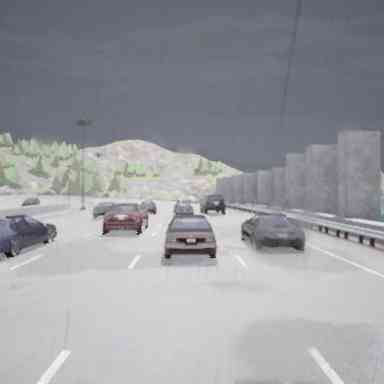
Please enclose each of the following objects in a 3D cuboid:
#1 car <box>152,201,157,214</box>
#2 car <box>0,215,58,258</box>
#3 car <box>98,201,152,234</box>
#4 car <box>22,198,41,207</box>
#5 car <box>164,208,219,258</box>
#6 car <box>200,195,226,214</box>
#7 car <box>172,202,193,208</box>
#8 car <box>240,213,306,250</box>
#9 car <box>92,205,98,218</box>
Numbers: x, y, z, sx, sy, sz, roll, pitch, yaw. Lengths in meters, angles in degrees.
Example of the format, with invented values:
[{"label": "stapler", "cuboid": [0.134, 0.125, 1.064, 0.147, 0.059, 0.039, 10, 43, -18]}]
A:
[{"label": "car", "cuboid": [-5.015, 1.673, 37.428, 1.994, 1.385, 4.181, 0, 0, -6]}, {"label": "car", "cuboid": [-7.094, 1.587, 12.947, 2.033, 1.411, 5.357, 0, 0, -1]}, {"label": "car", "cuboid": [-3.779, 1.409, 19.618, 2.097, 1.767, 4.553, 0, 0, -2]}, {"label": "car", "cuboid": [-25.236, 1.664, 52.491, 1.837, 1.490, 4.892, 0, -1, -11]}, {"label": "car", "cuboid": [-0.096, 1.585, 12.984, 2.033, 1.411, 5.357, 0, 0, -1]}, {"label": "car", "cuboid": [2.175, 1.324, 36.148, 2.150, 2.045, 5.566, 0, 0, -6]}, {"label": "car", "cuboid": [-0.855, 1.636, 30.851, 2.033, 1.411, 5.357, 0, 0, -5]}, {"label": "car", "cuboid": [3.360, 1.605, 14.479, 1.994, 1.385, 4.181, 0, 0, -1]}, {"label": "car", "cuboid": [-7.873, 1.638, 30.890, 2.033, 1.411, 5.357, 0, 0, -5]}]
